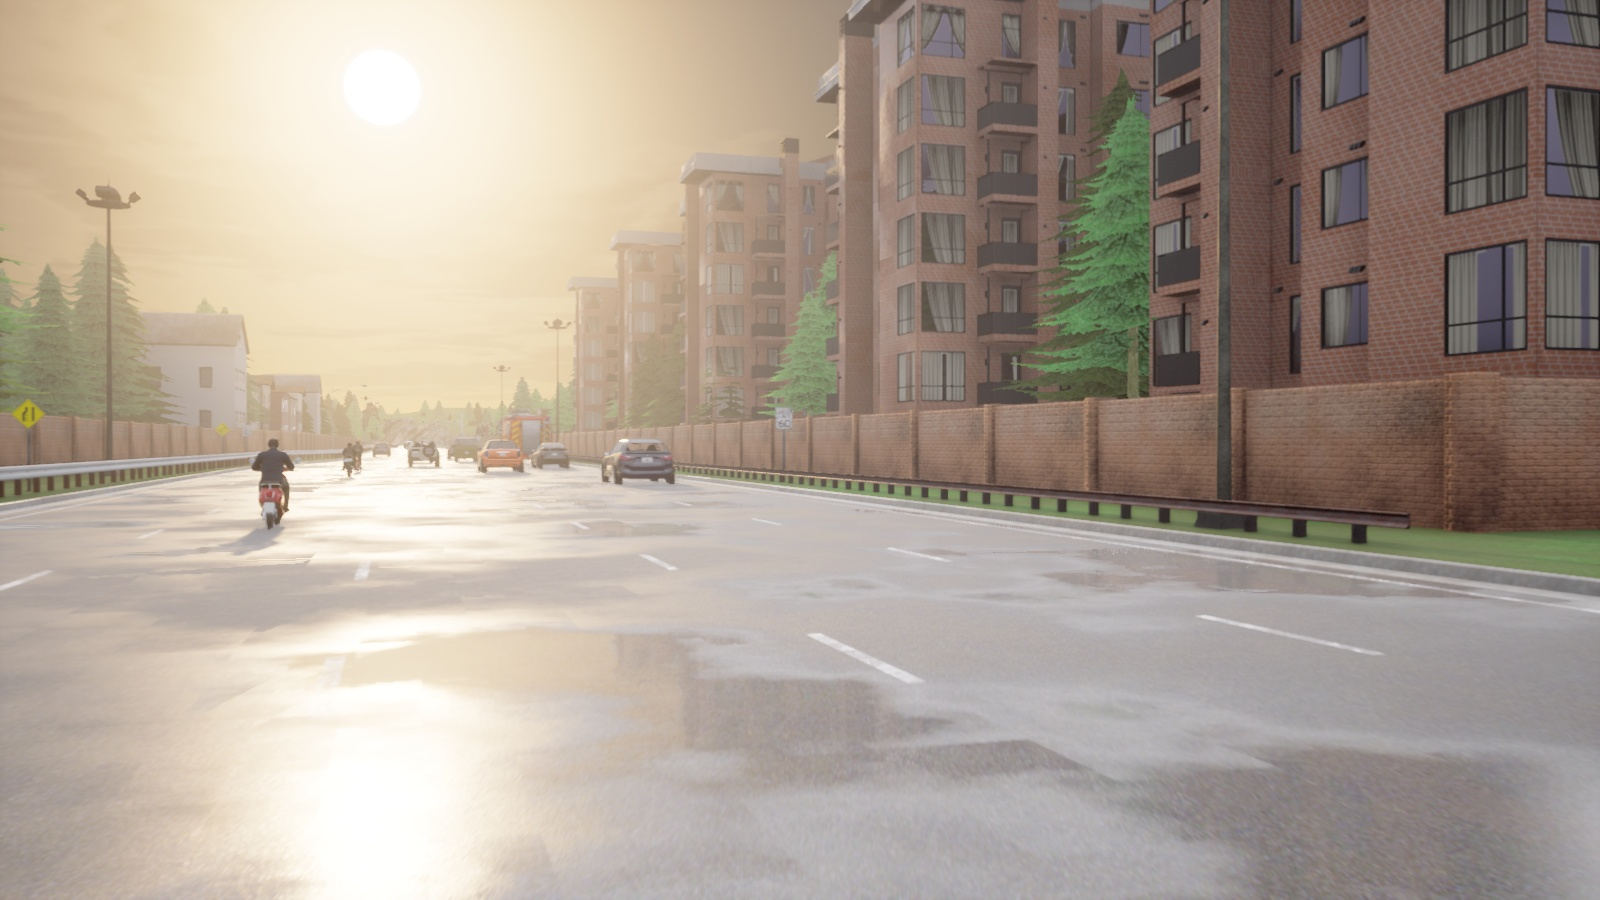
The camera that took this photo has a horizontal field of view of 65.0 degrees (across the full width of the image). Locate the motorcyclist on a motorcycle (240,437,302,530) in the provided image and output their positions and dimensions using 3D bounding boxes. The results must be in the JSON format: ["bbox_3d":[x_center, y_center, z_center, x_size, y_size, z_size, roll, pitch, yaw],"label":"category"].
[{"bbox_3d":[-9.456,0.565,22.508,0.866,1.590,1.817,0,0,-17],"label":"motorcyclist on a motorcycle"}]

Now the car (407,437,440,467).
[{"bbox_3d":[-24.189,0.087,80.630,1.932,1.855,4.605,0,0,-17],"label":"car"}]

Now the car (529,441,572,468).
[{"bbox_3d":[-14.764,0.262,74.030,2.007,1.525,4.514,0,0,-18],"label":"car"}]

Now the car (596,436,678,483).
[{"bbox_3d":[-6.134,0.321,46.791,2.242,1.667,4.611,0,0,-18],"label":"car"}]

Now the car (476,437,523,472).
[{"bbox_3d":[-15.640,0.223,65.205,2.097,1.767,4.553,0,0,-18],"label":"car"}]

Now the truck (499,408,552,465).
[{"bbox_3d":[-19.602,-0.939,89.299,2.891,3.827,8.468,0,0,-18],"label":"truck"}]

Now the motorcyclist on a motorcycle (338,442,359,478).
[{"bbox_3d":[-19.610,0.404,54.559,0.797,1.523,2.044,0,0,-18],"label":"motorcyclist on a motorcycle"}]
